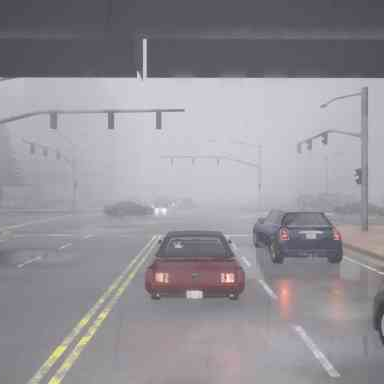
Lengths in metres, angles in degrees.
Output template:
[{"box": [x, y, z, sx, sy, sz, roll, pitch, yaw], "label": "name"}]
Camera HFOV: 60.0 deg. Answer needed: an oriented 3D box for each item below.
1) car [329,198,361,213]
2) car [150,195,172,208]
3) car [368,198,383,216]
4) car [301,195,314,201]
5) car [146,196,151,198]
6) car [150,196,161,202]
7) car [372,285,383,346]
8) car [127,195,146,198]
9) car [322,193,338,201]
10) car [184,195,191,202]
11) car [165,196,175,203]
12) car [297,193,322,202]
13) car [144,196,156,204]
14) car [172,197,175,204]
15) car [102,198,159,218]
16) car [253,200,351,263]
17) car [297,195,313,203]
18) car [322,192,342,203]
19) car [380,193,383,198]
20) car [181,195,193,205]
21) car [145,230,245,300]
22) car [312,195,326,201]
[{"box": [16.681, 1.564, 33.913, 4.181, 1.385, 1.994, 0, 0, 1], "label": "car"}, {"box": [-4.492, 1.491, 49.545, 2.128, 1.511, 4.902, 0, 0, 0], "label": "car"}, {"box": [19.265, 1.505, 30.379, 4.892, 1.490, 1.837, 0, 0, 1], "label": "car"}, {"box": [27.945, 1.395, 80.689, 1.970, 1.475, 3.806, 0, 0, 0], "label": "car"}, {"box": [-8.014, 1.478, 53.953, 1.882, 1.535, 5.008, 0, 0, 0], "label": "car"}, {"box": [-8.046, 1.552, 73.971, 1.994, 1.385, 4.181, 0, 0, 0], "label": "car"}, {"box": [3.601, 1.505, 3.018, 1.837, 1.490, 4.892, 0, 0, 0], "label": "car"}, {"box": [-8.031, 1.352, 44.782, 2.097, 1.767, 4.553, 0, 0, 2], "label": "car"}, {"box": [33.523, 1.153, 80.753, 1.932, 1.855, 4.605, 0, 0, 0], "label": "car"}, {"box": [-1.088, 1.524, 80.762, 1.812, 1.442, 4.674, 0, 0, 0], "label": "car"}, {"box": [-4.519, 1.601, 68.742, 1.895, 1.301, 4.718, 0, 0, 0], "label": "car"}, {"box": [16.662, 1.153, 48.144, 1.932, 1.855, 4.605, 0, 0, 0], "label": "car"}, {"box": [-8.027, 1.526, 63.959, 1.812, 1.442, 4.674, 0, 0, 0], "label": "car"}, {"box": [-4.530, 1.352, 58.587, 2.097, 1.767, 4.553, 0, 0, 0], "label": "car"}, {"box": [-5.653, 1.526, 29.736, 4.674, 1.442, 1.812, 0, 1, -36], "label": "car"}, {"box": [3.585, 1.352, 12.107, 2.097, 1.767, 4.553, 0, 0, 0], "label": "car"}, {"box": [22.216, 1.395, 65.572, 1.970, 1.475, 3.806, 0, 0, 0], "label": "car"}, {"box": [19.556, 1.156, 48.097, 1.905, 1.878, 3.866, 0, 0, 0], "label": "car"}, {"box": [39.113, 1.153, 65.706, 1.932, 1.855, 4.605, 0, 0, 0], "label": "car"}, {"box": [-0.848, 1.477, 57.868, 1.882, 1.535, 5.008, 0, 0, 0], "label": "car"}, {"box": [0.069, 1.601, 8.342, 1.895, 1.301, 4.718, 0, 0, 0], "label": "car"}, {"box": [30.840, 1.364, 80.695, 1.784, 1.438, 3.905, 0, 0, 0], "label": "car"}]
